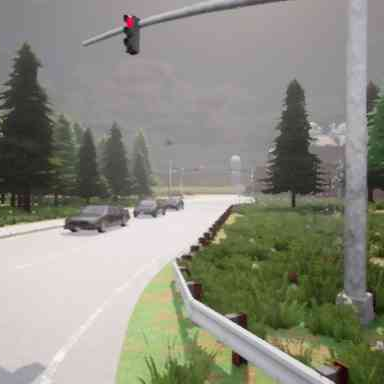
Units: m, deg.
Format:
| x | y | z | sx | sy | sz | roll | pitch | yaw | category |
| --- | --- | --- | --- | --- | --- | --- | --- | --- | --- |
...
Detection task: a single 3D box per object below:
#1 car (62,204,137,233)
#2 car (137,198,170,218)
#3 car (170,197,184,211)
| x | y | z | sx | sy | sz | roll | pitch | yaw | category |
| --- | --- | --- | --- | --- | --- | --- | --- | --- | --- |
| -5.171 | 1.410 | 18.991 | 2.033 | 1.411 | 5.357 | 0 | 0 | 10 | car |
| -3.551 | 1.341 | 28.441 | 1.812 | 1.442 | 4.674 | 0 | 0 | 10 | car |
| -2.093 | 1.316 | 37.529 | 2.033 | 1.411 | 5.357 | 0 | 0 | 9 | car |
